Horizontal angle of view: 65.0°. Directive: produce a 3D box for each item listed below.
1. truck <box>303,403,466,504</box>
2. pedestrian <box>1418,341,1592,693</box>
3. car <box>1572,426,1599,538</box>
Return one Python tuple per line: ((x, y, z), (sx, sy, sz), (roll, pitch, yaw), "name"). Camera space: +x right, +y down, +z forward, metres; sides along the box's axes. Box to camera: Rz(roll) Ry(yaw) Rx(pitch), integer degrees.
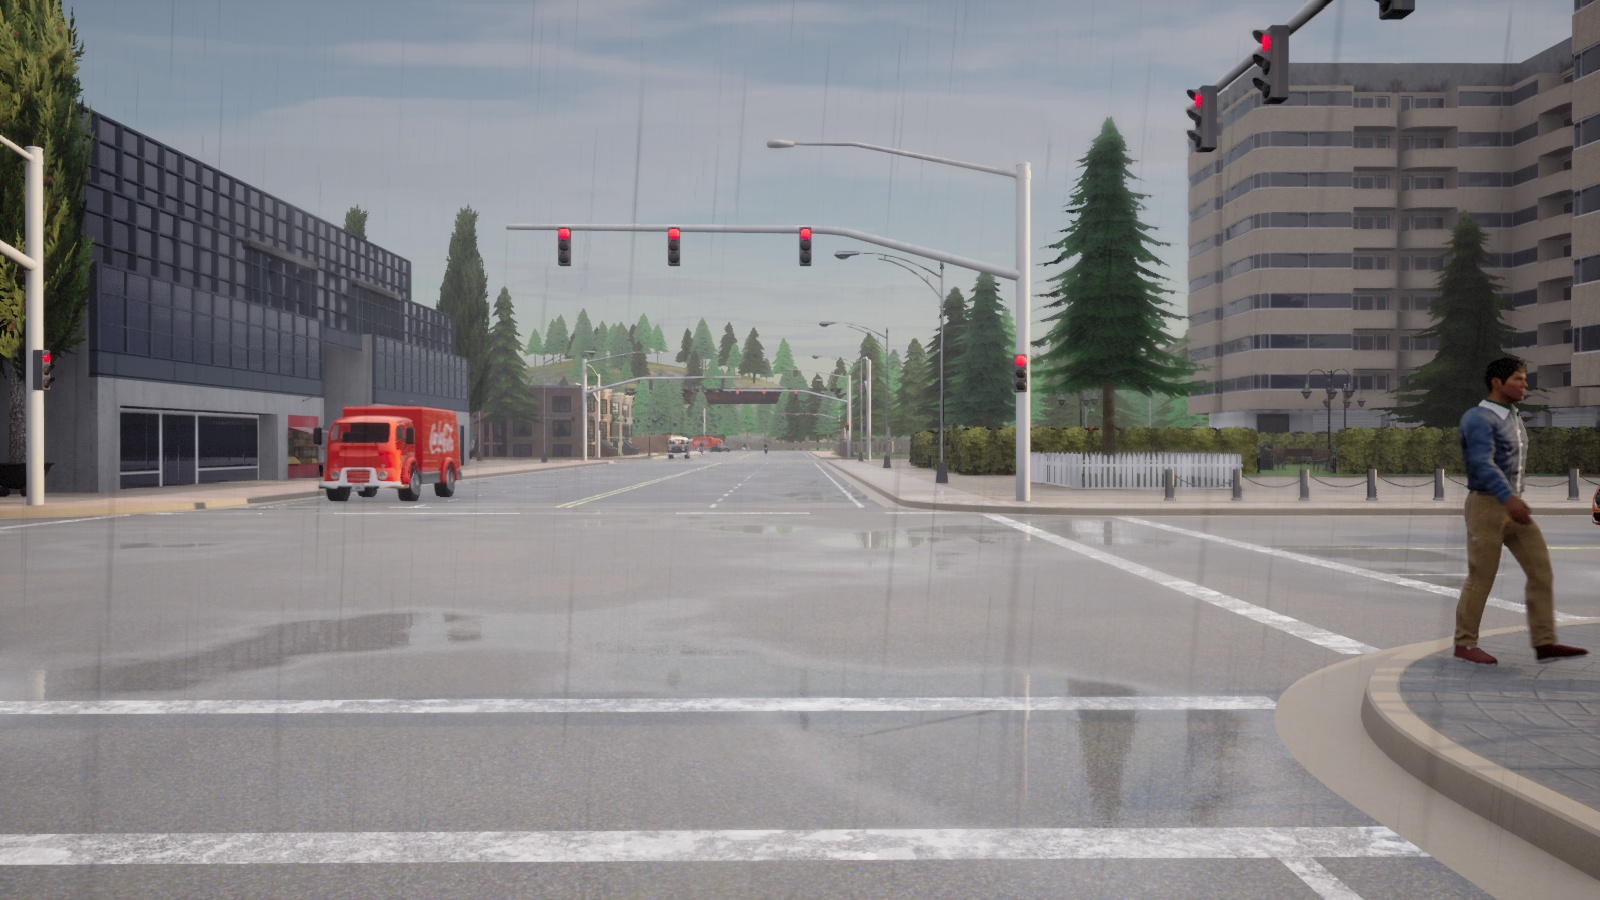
((-10.841, 0.063, 33.272), (2.627, 2.467, 5.204), (0, 0, 0), "truck")
((4.133, 0.367, 7.397), (0.423, 1.949, 0.788), (0, 0, -26), "pedestrian")
((14.889, 0.507, 19.479), (4.553, 1.767, 2.097), (0, 0, 0), "car")
